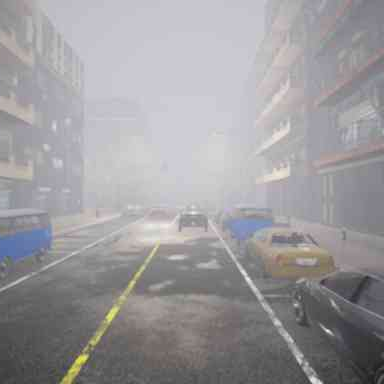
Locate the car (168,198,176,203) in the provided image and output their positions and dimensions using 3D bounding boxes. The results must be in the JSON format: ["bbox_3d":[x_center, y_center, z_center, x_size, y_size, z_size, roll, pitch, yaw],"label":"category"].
[{"bbox_3d":[-5.458,2.320,93.356,1.947,1.339,4.313,1,0,0],"label":"car"}]

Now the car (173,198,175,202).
[{"bbox_3d":[-5.550,2.185,76.345,1.947,1.339,4.313,1,0,0],"label":"car"}]

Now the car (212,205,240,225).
[{"bbox_3d":[2.641,1.804,26.907,1.802,1.307,4.206,1,0,0],"label":"car"}]

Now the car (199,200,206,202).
[{"bbox_3d":[0.202,1.872,37.671,1.994,1.385,4.181,0,0,3],"label":"car"}]

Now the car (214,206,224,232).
[{"bbox_3d":[2.647,1.758,21.237,1.802,1.307,4.206,1,0,0],"label":"car"}]

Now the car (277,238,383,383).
[{"bbox_3d":[2.664,1.602,4.226,1.947,1.339,4.313,1,0,0],"label":"car"}]

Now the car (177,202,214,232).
[{"bbox_3d":[0.076,1.671,21.711,2.128,1.511,4.902,0,-1,0],"label":"car"}]

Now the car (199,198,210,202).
[{"bbox_3d":[2.897,2.110,69.029,2.008,1.369,4.403,1,0,0],"label":"car"}]

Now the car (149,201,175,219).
[{"bbox_3d":[-3.036,1.870,32.739,1.895,1.301,4.718,0,-1,0],"label":"car"}]

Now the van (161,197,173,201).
[{"bbox_3d":[-5.653,1.915,70.684,1.690,1.788,3.998,1,0,0],"label":"van"}]

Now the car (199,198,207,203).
[{"bbox_3d":[2.891,2.258,87.616,2.008,1.369,4.403,1,0,0],"label":"car"}]

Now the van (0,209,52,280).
[{"bbox_3d":[-5.685,1.426,9.962,1.690,1.788,3.998,1,0,0],"label":"van"}]

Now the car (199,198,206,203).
[{"bbox_3d":[2.922,2.334,93.286,1.802,1.307,4.206,1,0,0],"label":"car"}]

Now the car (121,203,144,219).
[{"bbox_3d":[-5.801,1.820,32.638,2.008,1.369,4.403,1,0,0],"label":"car"}]

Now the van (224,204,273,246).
[{"bbox_3d":[2.656,1.470,15.568,1.690,1.788,3.998,1,0,0],"label":"van"}]

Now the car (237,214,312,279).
[{"bbox_3d":[2.659,1.609,10.066,1.752,1.417,4.829,1,0,0],"label":"car"}]
